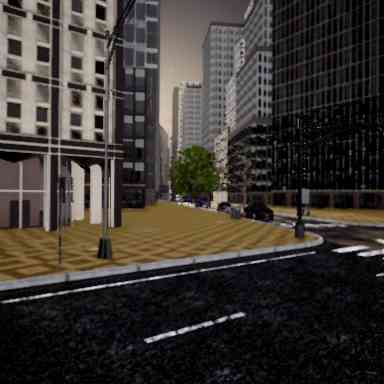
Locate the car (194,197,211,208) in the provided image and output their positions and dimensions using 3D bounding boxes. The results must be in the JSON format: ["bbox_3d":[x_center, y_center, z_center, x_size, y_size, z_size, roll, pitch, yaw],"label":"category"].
[{"bbox_3d":[2.441,2.115,67.628,2.150,2.045,5.566,1,-1,-7],"label":"car"}]

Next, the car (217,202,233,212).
[{"bbox_3d":[4.835,2.165,48.304,1.812,1.442,4.674,1,-1,-7],"label":"car"}]

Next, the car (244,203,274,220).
[{"bbox_3d":[6.702,1.930,33.679,1.882,1.535,5.008,1,0,-7],"label":"car"}]
